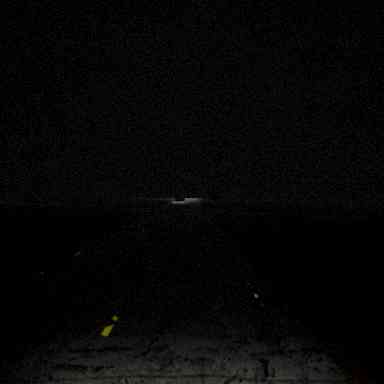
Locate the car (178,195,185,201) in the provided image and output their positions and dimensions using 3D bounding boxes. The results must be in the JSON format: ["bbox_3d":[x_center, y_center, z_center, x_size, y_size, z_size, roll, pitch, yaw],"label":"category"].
[{"bbox_3d":[-2.775,1.458,88.186,1.837,1.490,4.892,0,0,0],"label":"car"}]

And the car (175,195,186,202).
[{"bbox_3d":[-2.771,1.518,74.173,1.994,1.385,4.181,0,0,0],"label":"car"}]
